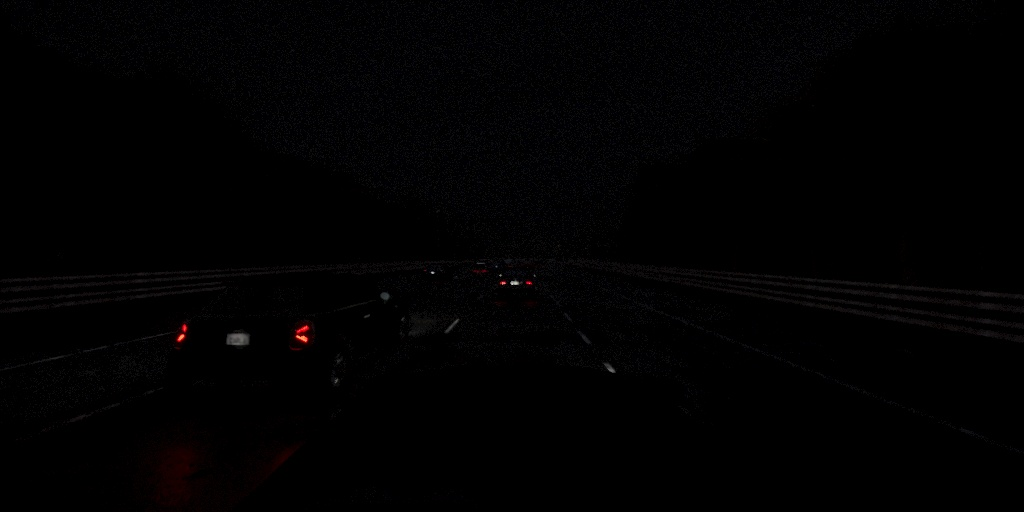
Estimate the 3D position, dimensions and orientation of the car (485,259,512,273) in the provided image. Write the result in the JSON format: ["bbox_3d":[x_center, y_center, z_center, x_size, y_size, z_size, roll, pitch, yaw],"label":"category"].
[{"bbox_3d":[-1.610,1.313,44.677,2.033,1.411,5.357,0,0,5],"label":"car"}]

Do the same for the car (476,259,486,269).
[{"bbox_3d":[-4.150,1.261,54.294,2.128,1.511,4.902,0,0,6],"label":"car"}]

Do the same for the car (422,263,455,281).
[{"bbox_3d":[-6.152,1.296,30.372,1.994,1.385,4.181,0,0,3],"label":"car"}]

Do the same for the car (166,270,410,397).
[{"bbox_3d":[-3.475,1.086,6.699,2.097,1.767,4.553,0,0,1],"label":"car"}]

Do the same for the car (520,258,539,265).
[{"bbox_3d":[2.141,1.265,47.029,1.882,1.535,5.008,0,0,5],"label":"car"}]

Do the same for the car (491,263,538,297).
[{"bbox_3d":[0.279,1.305,19.083,2.033,1.411,5.357,0,0,2],"label":"car"}]
